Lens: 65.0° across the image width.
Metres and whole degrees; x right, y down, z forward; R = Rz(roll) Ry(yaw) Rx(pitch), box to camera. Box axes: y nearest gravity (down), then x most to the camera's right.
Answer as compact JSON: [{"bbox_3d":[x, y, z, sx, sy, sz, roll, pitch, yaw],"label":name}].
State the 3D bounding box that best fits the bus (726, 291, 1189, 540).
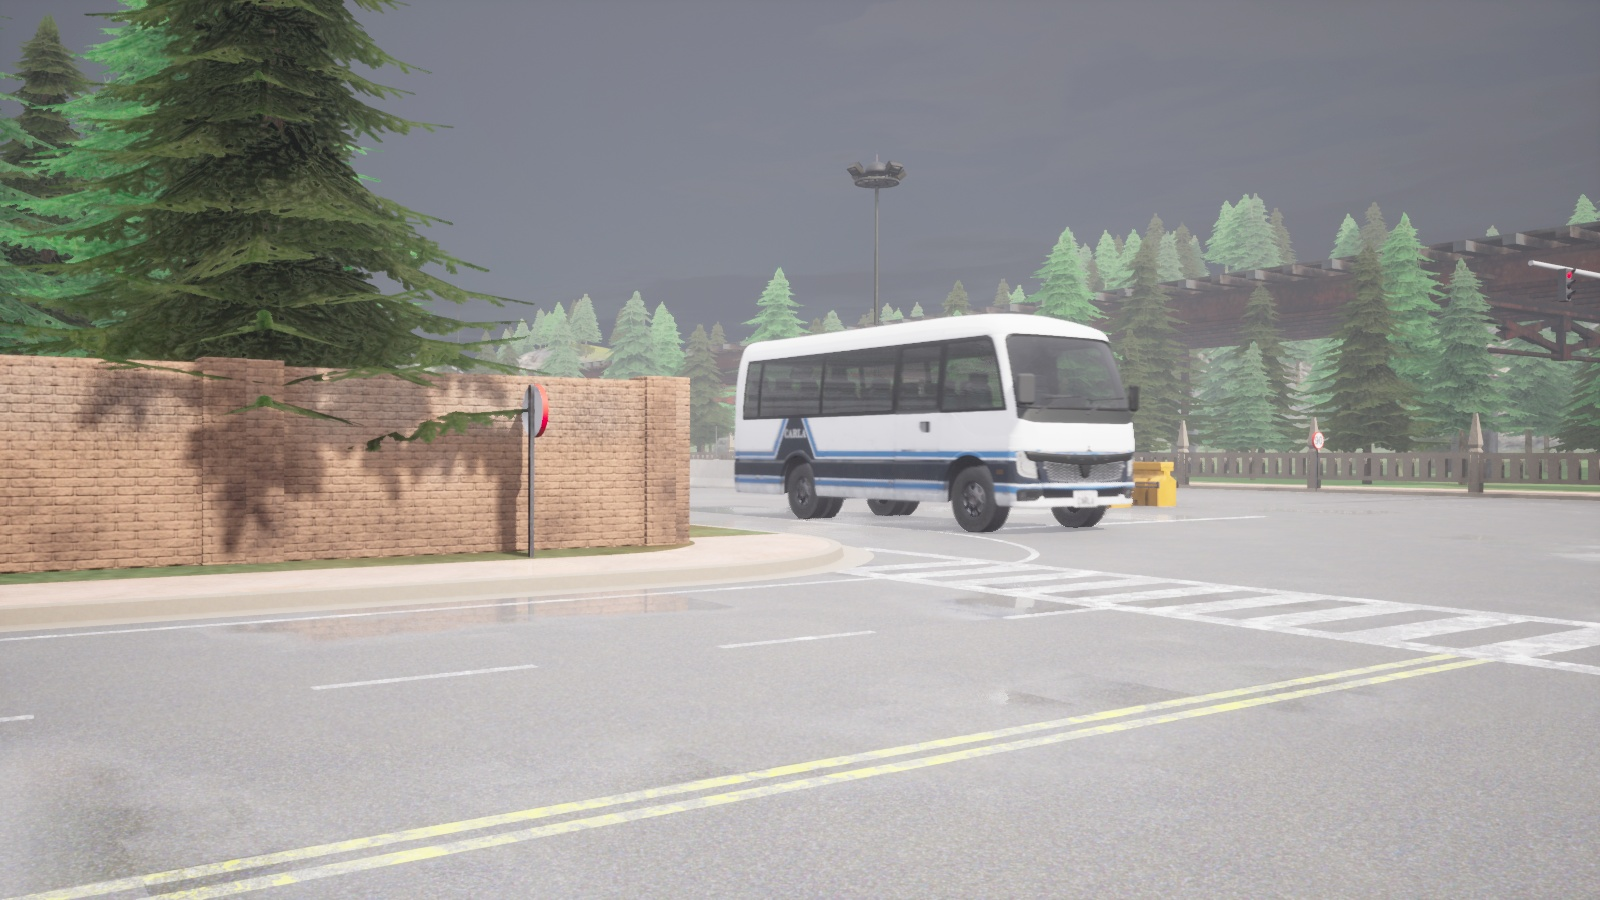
[{"bbox_3d":[2.779,-0.572,26.758,3.944,4.253,10.273,0,0,-35],"label":"bus"}]
